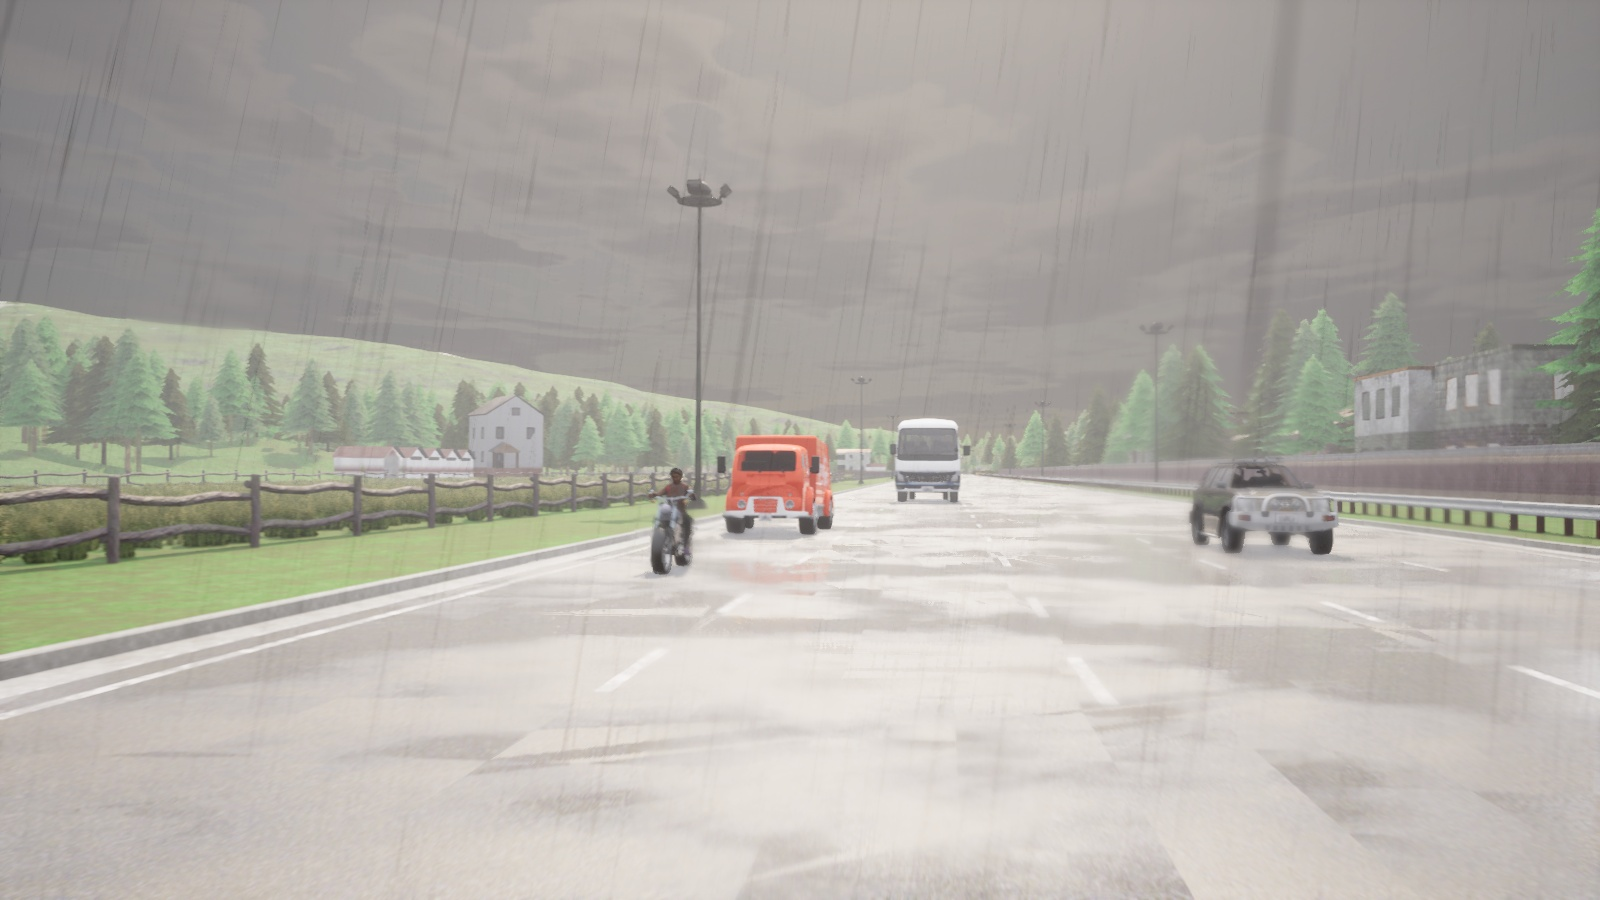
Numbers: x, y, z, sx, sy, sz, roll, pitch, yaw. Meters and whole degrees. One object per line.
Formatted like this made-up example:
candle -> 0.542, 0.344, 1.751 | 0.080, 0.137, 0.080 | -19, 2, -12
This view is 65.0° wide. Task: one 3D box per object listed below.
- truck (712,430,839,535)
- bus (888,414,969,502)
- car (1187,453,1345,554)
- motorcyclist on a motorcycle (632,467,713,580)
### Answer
truck -> -0.511, 0.894, 32.431 | 2.627, 2.467, 5.204 | 0, -3, 6
bus -> 6.830, 0.516, 66.310 | 3.944, 4.253, 10.273 | 0, -1, 6
car -> 9.260, 1.019, 25.366 | 1.932, 1.855, 4.605 | 0, -1, 6
motorcyclist on a motorcycle -> -1.958, 1.098, 19.589 | 0.766, 1.649, 2.350 | 0, -1, 6
